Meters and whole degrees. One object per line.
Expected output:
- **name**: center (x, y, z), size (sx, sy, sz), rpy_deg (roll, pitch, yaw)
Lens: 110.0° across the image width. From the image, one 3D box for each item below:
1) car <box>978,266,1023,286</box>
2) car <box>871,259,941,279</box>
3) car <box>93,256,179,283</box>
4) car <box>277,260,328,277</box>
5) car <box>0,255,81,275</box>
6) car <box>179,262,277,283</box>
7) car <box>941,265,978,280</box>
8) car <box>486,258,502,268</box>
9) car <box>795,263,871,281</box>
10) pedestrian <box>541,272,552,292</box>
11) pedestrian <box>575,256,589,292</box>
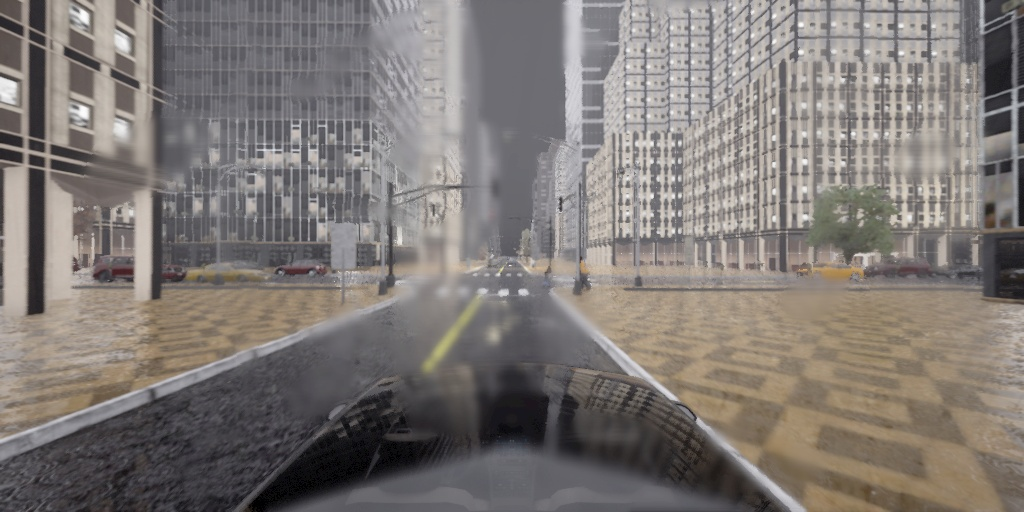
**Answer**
- **car**: center (36.277, 1.398, 25.055), size (4.829, 1.417, 1.751), rpy_deg (0, 0, -1)
- **car**: center (35.971, 1.210, 33.431), size (5.009, 1.841, 2.192), rpy_deg (0, 0, -1)
- **car**: center (-24.748, 0.899, 23.957), size (5.009, 1.841, 2.192), rpy_deg (0, 0, -1)
- **car**: center (-19.210, 1.080, 32.659), size (4.097, 1.591, 1.967), rpy_deg (0, 0, -1)
- **car**: center (-41.906, 0.815, 32.158), size (5.009, 1.841, 2.192), rpy_deg (0, 0, -1)
- **car**: center (-18.899, 1.143, 24.023), size (4.829, 1.417, 1.751), rpy_deg (0, 0, -1)
- **car**: center (41.667, 1.480, 33.524), size (4.313, 1.339, 1.948), rpy_deg (0, 0, -1)
- **car**: center (-3.046, 1.192, 57.796), size (1.837, 1.490, 4.892), rpy_deg (0, 0, 1)
- **car**: center (27.088, 1.332, 30.692), size (5.008, 1.535, 1.882), rpy_deg (0, 0, -1)
- **pedestrian**: center (1.941, 1.026, 19.592), size (0.375, 1.860, 0.375), rpy_deg (0, 0, 0)
- **pedestrian**: center (3.566, 0.874, 18.348), size (0.375, 1.860, 0.375), rpy_deg (0, 0, 0)
